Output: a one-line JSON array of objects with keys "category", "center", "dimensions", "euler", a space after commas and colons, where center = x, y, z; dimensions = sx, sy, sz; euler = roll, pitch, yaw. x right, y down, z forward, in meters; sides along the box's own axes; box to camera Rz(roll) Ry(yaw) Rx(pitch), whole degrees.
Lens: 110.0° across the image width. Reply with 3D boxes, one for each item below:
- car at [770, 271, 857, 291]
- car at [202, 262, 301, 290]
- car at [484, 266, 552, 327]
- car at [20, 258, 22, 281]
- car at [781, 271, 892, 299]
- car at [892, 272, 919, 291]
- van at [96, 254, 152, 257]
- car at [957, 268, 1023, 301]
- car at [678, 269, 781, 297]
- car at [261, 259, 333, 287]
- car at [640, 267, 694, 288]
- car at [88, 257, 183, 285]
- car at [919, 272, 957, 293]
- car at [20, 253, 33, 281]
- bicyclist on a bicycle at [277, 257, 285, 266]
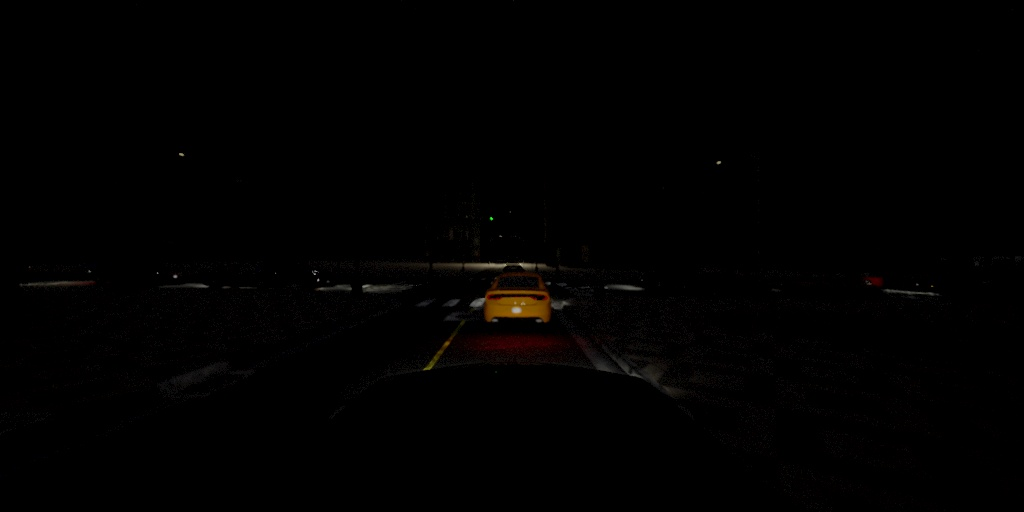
[{"category": "car", "center": [21.801, 1.798, 26.045], "dimensions": [4.718, 1.301, 1.895], "euler": [1, 0, 0]}, {"category": "car", "center": [-14.780, 1.186, 20.097], "dimensions": [4.403, 1.370, 2.007], "euler": [0, 0, 0]}, {"category": "car", "center": [0.268, 1.265, 11.767], "dimensions": [1.882, 1.535, 5.008], "euler": [0, 0, 3]}, {"category": "car", "center": [-31.156, 0.959, 20.101], "dimensions": [4.507, 1.381, 1.888], "euler": [0, 0, 0]}, {"category": "car", "center": [17.940, 1.640, 20.186], "dimensions": [4.829, 1.417, 1.751], "euler": [0, 0, 0]}, {"category": "car", "center": [29.066, 1.867, 28.709], "dimensions": [4.507, 1.381, 1.888], "euler": [0, 0, 0]}, {"category": "van", "center": [-31.146, 0.782, 28.626], "dimensions": [3.998, 1.789, 1.690], "euler": [0, 0, 0]}, {"category": "car", "center": [29.057, 1.610, 20.184], "dimensions": [5.009, 1.841, 2.192], "euler": [0, 0, 0]}, {"category": "car", "center": [12.127, 1.594, 20.188], "dimensions": [4.313, 1.339, 1.948], "euler": [0, 0, 0]}, {"category": "car", "center": [-13.899, 1.008, 22.813], "dimensions": [4.553, 1.767, 2.097], "euler": [1, 0, 1]}, {"category": "car", "center": [11.883, 1.548, 26.048], "dimensions": [4.892, 1.490, 1.837], "euler": [1, 0, 0]}, {"category": "car", "center": [-23.897, 1.010, 22.861], "dimensions": [4.902, 1.511, 2.128], "euler": [1, 0, 0]}, {"category": "car", "center": [31.866, 1.865, 26.035], "dimensions": [4.892, 1.490, 1.837], "euler": [1, 0, 0]}, {"category": "car", "center": [-34.393, 0.602, 22.870], "dimensions": [5.566, 2.045, 2.150], "euler": [1, 0, 0]}, {"category": "bicyclist on a bicycle", "center": [-20.493, 0.893, 31.595], "dimensions": [0.582, 1.620, 1.656], "euler": [1, 0, 0]}]
